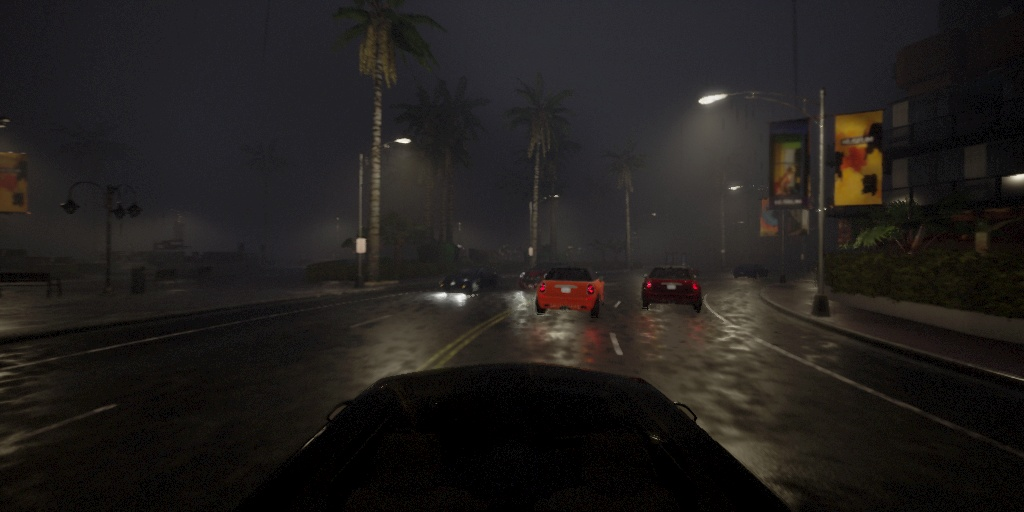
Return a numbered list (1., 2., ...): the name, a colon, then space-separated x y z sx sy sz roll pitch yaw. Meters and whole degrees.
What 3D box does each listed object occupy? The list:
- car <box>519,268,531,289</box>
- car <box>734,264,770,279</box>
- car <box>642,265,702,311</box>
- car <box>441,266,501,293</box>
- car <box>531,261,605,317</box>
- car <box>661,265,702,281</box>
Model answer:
1. car: 2.247 1.134 22.207 2.097 1.767 4.553 1 0 31
2. car: 24.370 1.510 36.369 5.008 1.535 1.882 1 0 -37
3. car: 6.701 1.181 15.266 2.097 1.767 4.553 1 0 22
4. car: -2.300 1.296 21.045 1.994 1.385 4.181 1 0 27
5. car: 2.379 1.133 13.660 2.097 1.767 4.553 1 0 17
6. car: 16.184 1.541 34.063 4.718 1.301 1.895 1 0 -43
